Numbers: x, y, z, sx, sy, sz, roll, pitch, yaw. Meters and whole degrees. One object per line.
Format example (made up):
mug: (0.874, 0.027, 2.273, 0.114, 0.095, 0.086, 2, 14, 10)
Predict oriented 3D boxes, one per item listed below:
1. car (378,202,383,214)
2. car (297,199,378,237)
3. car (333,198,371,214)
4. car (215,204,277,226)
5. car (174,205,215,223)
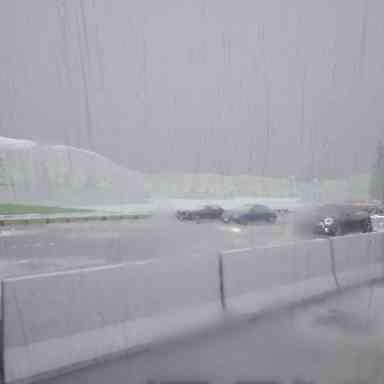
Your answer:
car: (20.669, 1.782, 35.814, 4.181, 1.385, 1.994, 0, 0, -36)
car: (7.830, 1.439, 18.169, 4.553, 1.767, 2.097, 0, 0, -35)
car: (18.661, 1.552, 38.681, 4.553, 1.767, 2.097, 0, 0, -36)
car: (4.243, 1.617, 24.207, 4.674, 1.442, 1.812, 0, 0, -35)
car: (0.972, 1.684, 26.177, 4.718, 1.301, 1.895, 0, 0, -35)
